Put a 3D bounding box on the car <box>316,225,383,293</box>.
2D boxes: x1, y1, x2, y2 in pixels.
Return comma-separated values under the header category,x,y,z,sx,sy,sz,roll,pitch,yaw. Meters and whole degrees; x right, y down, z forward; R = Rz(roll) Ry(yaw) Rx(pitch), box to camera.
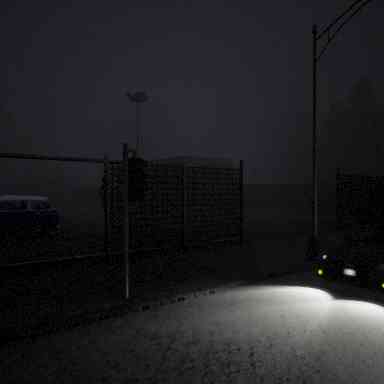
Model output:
category,x,y,z,sx,sy,sz,roll,pitch,yaw
car,5.019,1.564,8.438,4.181,1.385,1.994,0,0,-37
